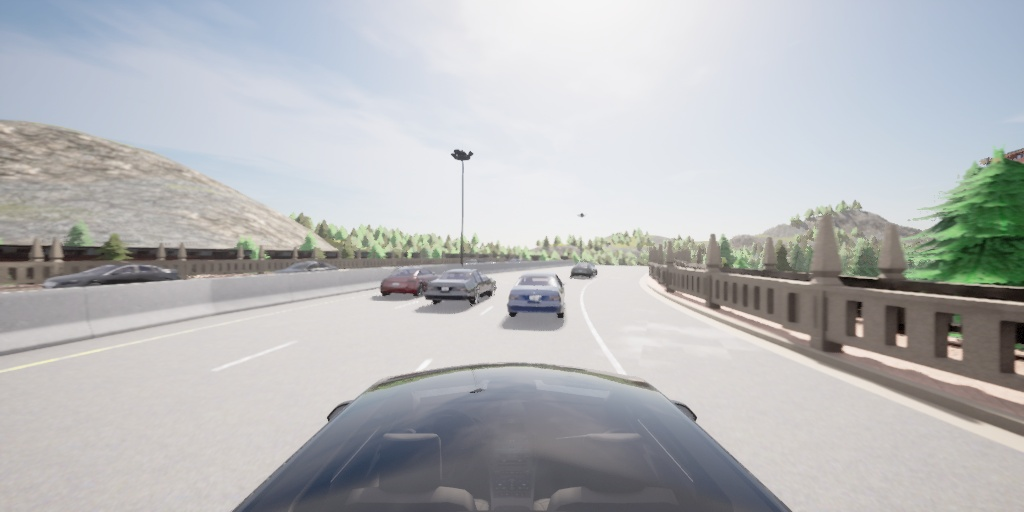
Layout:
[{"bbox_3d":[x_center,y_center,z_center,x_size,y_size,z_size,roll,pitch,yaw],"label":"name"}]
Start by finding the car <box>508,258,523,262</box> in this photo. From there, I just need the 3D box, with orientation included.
[{"bbox_3d":[0.535,1.159,64.788,1.812,1.442,4.674,0,0,23],"label":"car"}]

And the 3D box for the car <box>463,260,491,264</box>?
[{"bbox_3d":[-4.783,1.210,43.193,1.837,1.490,4.892,0,-1,23],"label":"car"}]

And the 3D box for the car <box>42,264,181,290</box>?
[{"bbox_3d":[-19.582,1.140,17.869,2.128,1.511,4.902,0,0,10],"label":"car"}]

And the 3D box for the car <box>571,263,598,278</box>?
[{"bbox_3d":[6.934,1.327,34.296,1.994,1.385,4.181,0,0,22],"label":"car"}]

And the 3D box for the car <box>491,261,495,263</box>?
[{"bbox_3d":[-4.639,1.302,61.505,1.895,1.301,4.718,0,0,23],"label":"car"}]

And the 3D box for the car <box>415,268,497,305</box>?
[{"bbox_3d":[-2.080,1.279,15.901,2.033,1.411,5.357,0,0,10],"label":"car"}]

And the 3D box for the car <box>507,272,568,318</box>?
[{"bbox_3d":[1.022,1.295,13.133,2.033,1.411,5.357,0,0,8],"label":"car"}]

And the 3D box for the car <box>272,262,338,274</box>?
[{"bbox_3d":[-14.503,1.173,25.363,1.837,1.490,4.892,0,0,14],"label":"car"}]

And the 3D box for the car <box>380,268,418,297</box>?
[{"bbox_3d":[-5.037,1.280,18.665,1.994,1.385,4.181,0,0,11],"label":"car"}]
